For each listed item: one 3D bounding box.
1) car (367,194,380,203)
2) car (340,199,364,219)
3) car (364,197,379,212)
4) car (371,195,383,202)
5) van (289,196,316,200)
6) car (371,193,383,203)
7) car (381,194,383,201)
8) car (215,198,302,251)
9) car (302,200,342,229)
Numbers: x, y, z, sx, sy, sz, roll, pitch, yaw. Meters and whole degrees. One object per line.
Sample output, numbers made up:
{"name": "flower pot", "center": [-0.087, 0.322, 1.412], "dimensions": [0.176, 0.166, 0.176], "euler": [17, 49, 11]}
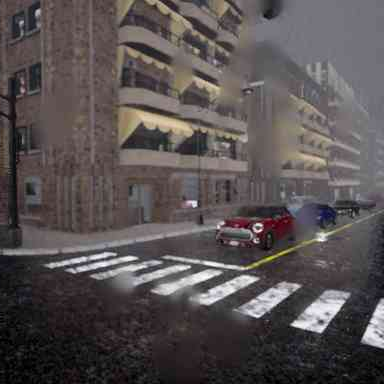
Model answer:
{"name": "car", "center": [31.552, 1.434, 59.008], "dimensions": [1.802, 1.307, 4.206], "euler": [-1, 0, 35]}
{"name": "car", "center": [13.297, 1.425, 28.856], "dimensions": [1.837, 1.490, 4.892], "euler": [0, 0, 36]}
{"name": "car", "center": [19.072, 1.507, 36.925], "dimensions": [1.895, 1.301, 4.718], "euler": [0, 0, 36]}
{"name": "car", "center": [37.977, 1.379, 68.036], "dimensions": [1.887, 1.381, 4.507], "euler": [-1, 0, 35]}
{"name": "van", "center": [9.061, 1.250, 27.413], "dimensions": [1.690, 1.788, 3.998], "euler": [-1, 0, 35]}
{"name": "car", "center": [34.762, 1.158, 63.523], "dimensions": [2.192, 1.841, 5.009], "euler": [-1, 0, 35]}
{"name": "car", "center": [47.517, 1.332, 81.439], "dimensions": [1.752, 1.417, 4.829], "euler": [-1, 0, 35]}
{"name": "car", "center": [2.827, 1.298, 14.113], "dimensions": [2.097, 1.767, 4.553], "euler": [0, 0, 35]}
{"name": "car", "center": [7.971, 1.459, 21.380], "dimensions": [1.812, 1.442, 4.674], "euler": [0, 0, 36]}
